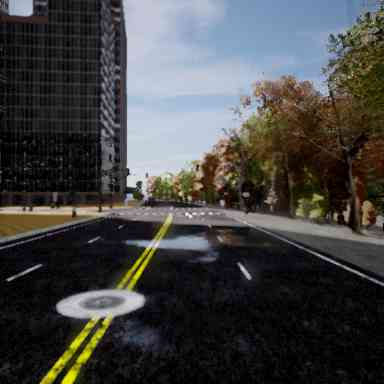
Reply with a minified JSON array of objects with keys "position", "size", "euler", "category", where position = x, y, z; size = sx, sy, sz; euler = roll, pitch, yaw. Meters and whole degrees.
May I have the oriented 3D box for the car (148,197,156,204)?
[{"position":[-11.182,2.386,93.297],"size":[2.150,2.045,5.566],"euler":[0,-1,-6],"category":"car"}]
